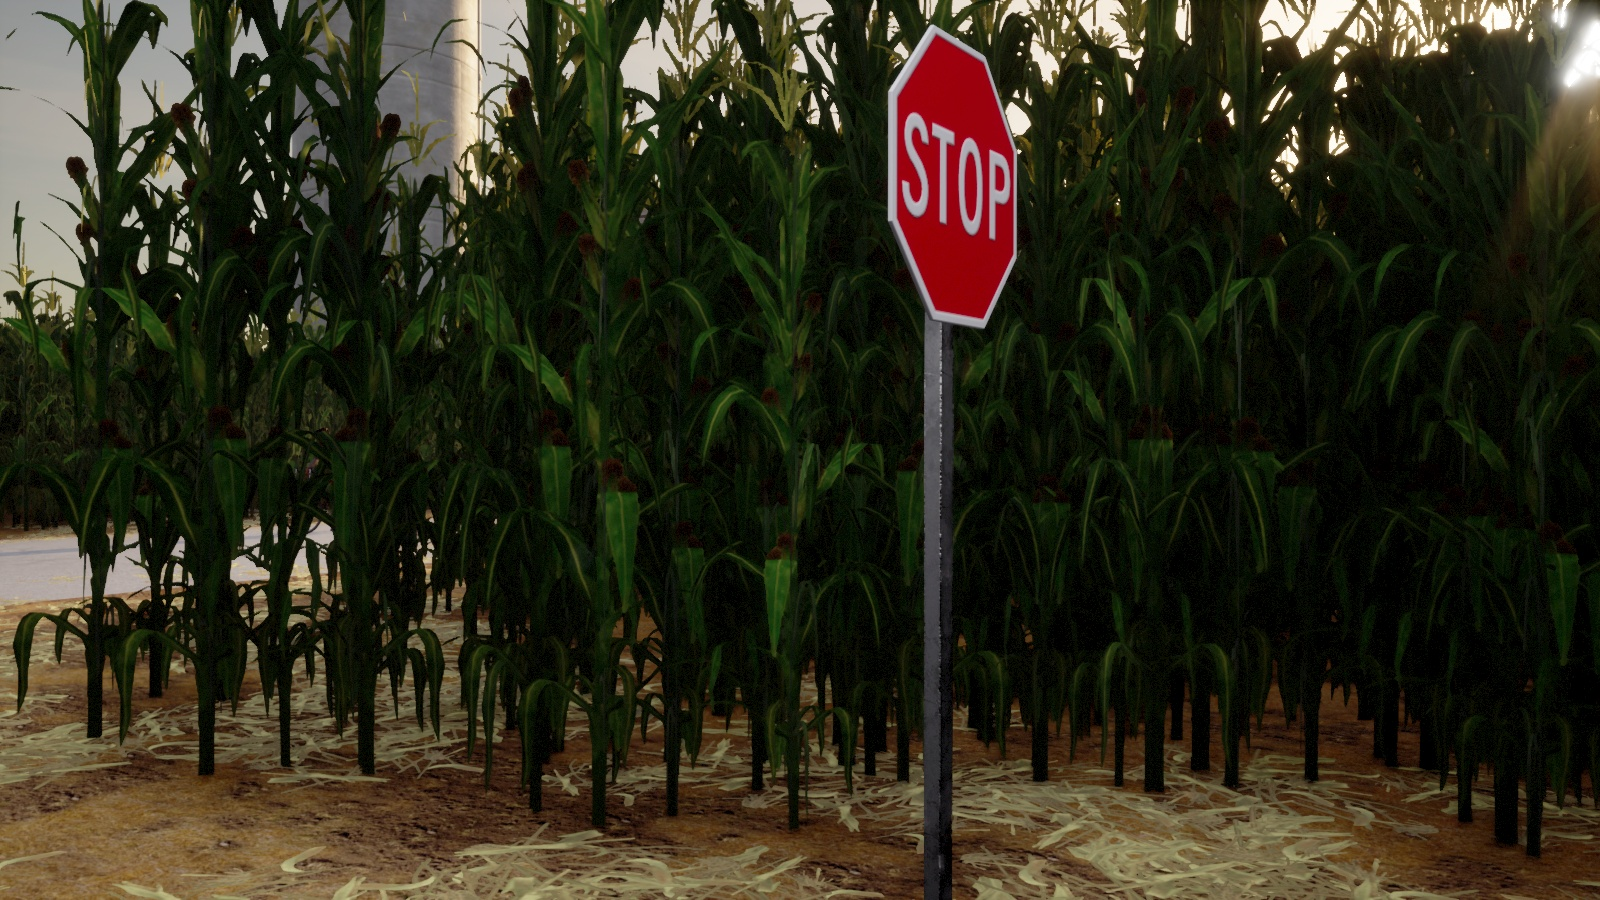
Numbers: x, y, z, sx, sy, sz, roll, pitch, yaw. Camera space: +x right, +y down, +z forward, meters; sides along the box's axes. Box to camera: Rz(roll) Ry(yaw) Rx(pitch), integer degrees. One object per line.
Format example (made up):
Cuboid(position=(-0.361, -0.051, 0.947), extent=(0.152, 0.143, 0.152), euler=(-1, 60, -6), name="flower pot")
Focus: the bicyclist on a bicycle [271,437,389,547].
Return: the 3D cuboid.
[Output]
Cuboid(position=(-7.206, 0.611, 19.320), extent=(0.582, 1.620, 1.656), euler=(-1, 0, 33), name="bicyclist on a bicycle")
